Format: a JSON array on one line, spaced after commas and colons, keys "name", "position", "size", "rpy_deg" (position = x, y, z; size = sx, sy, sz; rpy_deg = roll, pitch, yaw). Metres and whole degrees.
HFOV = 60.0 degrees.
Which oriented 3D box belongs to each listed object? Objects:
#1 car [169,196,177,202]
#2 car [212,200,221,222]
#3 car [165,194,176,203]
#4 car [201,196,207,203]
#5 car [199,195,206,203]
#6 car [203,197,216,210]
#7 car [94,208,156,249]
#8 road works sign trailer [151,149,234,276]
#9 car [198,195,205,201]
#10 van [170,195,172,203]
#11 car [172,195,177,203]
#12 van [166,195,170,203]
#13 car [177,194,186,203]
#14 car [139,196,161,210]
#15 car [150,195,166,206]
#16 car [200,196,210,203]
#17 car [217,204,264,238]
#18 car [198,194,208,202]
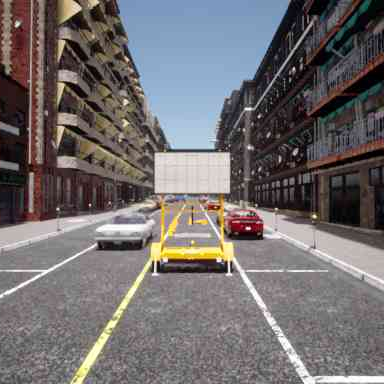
[{"name": "car", "position": [-5.099, 1.830, 89.662], "size": [1.947, 1.339, 4.313], "rpy_deg": [1, 0, 0]}, {"name": "car", "position": [2.637, 1.554, 23.386], "size": [1.752, 1.417, 4.829], "rpy_deg": [1, 0, 0]}, {"name": "car", "position": [-5.116, 1.525, 78.600], "size": [2.192, 1.841, 5.009], "rpy_deg": [1, 0, 0]}, {"name": "car", "position": [2.684, 1.634, 45.338], "size": [2.008, 1.369, 4.403], "rpy_deg": [1, 0, 0]}, {"name": "car", "position": [2.722, 1.683, 61.930], "size": [1.887, 1.381, 4.507], "rpy_deg": [1, 0, 0]}, {"name": "car", "position": [2.672, 1.613, 39.806], "size": [1.887, 1.381, 4.507], "rpy_deg": [1, 0, 0]}, {"name": "car", "position": [-2.817, 1.615, 14.819], "size": [1.895, 1.301, 4.718], "rpy_deg": [0, 0, 0]}, {"name": "road works sign trailer", "position": [0.013, 0.473, 10.378], "size": [2.380, 3.560, 2.880], "rpy_deg": [0, 0, 0]}, {"name": "car", "position": [2.762, 1.734, 95.117], "size": [1.967, 1.590, 4.097], "rpy_deg": [1, 0, 0]}, {"name": "van", "position": [-5.154, 1.480, 62.010], "size": [1.690, 1.788, 3.998], "rpy_deg": [1, 0, 0]}, {"name": "car", "position": [-5.129, 1.500, 73.070], "size": [2.192, 1.841, 5.009], "rpy_deg": [1, 0, 0]}, {"name": "van", "position": [-5.165, 1.459, 56.478], "size": [1.690, 1.788, 3.998], "rpy_deg": [2, 0, 0]}, {"name": "car", "position": [-2.580, 1.422, 76.729], "size": [2.150, 2.045, 5.566], "rpy_deg": [0, 0, 0]}, {"name": "car", "position": [-5.207, 1.593, 39.717], "size": [1.752, 1.417, 4.829], "rpy_deg": [2, 0, 0]}, {"name": "car", "position": [-5.189, 1.398, 45.419], "size": [2.192, 1.841, 5.009], "rpy_deg": [2, 0, 0]}, {"name": "car", "position": [2.756, 1.625, 72.992], "size": [1.967, 1.590, 4.097], "rpy_deg": [1, 0, 0]}, {"name": "car", "position": [2.624, 1.564, 17.684], "size": [1.887, 1.381, 4.507], "rpy_deg": [1, 0, 0]}, {"name": "car", "position": [2.741, 1.550, 84.054], "size": [2.192, 1.841, 5.009], "rpy_deg": [1, 0, 0]}]
